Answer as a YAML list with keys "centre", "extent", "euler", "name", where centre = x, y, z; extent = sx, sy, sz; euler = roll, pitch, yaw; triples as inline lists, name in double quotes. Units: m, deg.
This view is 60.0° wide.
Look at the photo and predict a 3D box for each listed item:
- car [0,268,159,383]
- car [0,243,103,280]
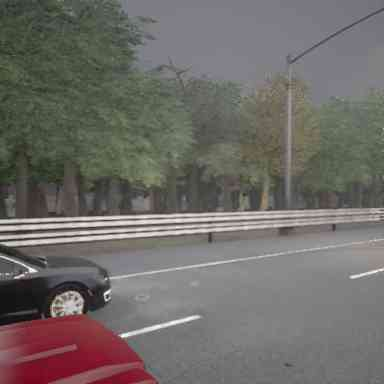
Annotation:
- centre: [-2.502, 1.590, 1.959]
  extent: [4.718, 1.301, 1.895]
  euler: [1, 0, -36]
  name: "car"
- centre: [-3.766, 1.504, 5.357]
  extent: [4.892, 1.490, 1.837]
  euler: [1, 0, -36]
  name: "car"
